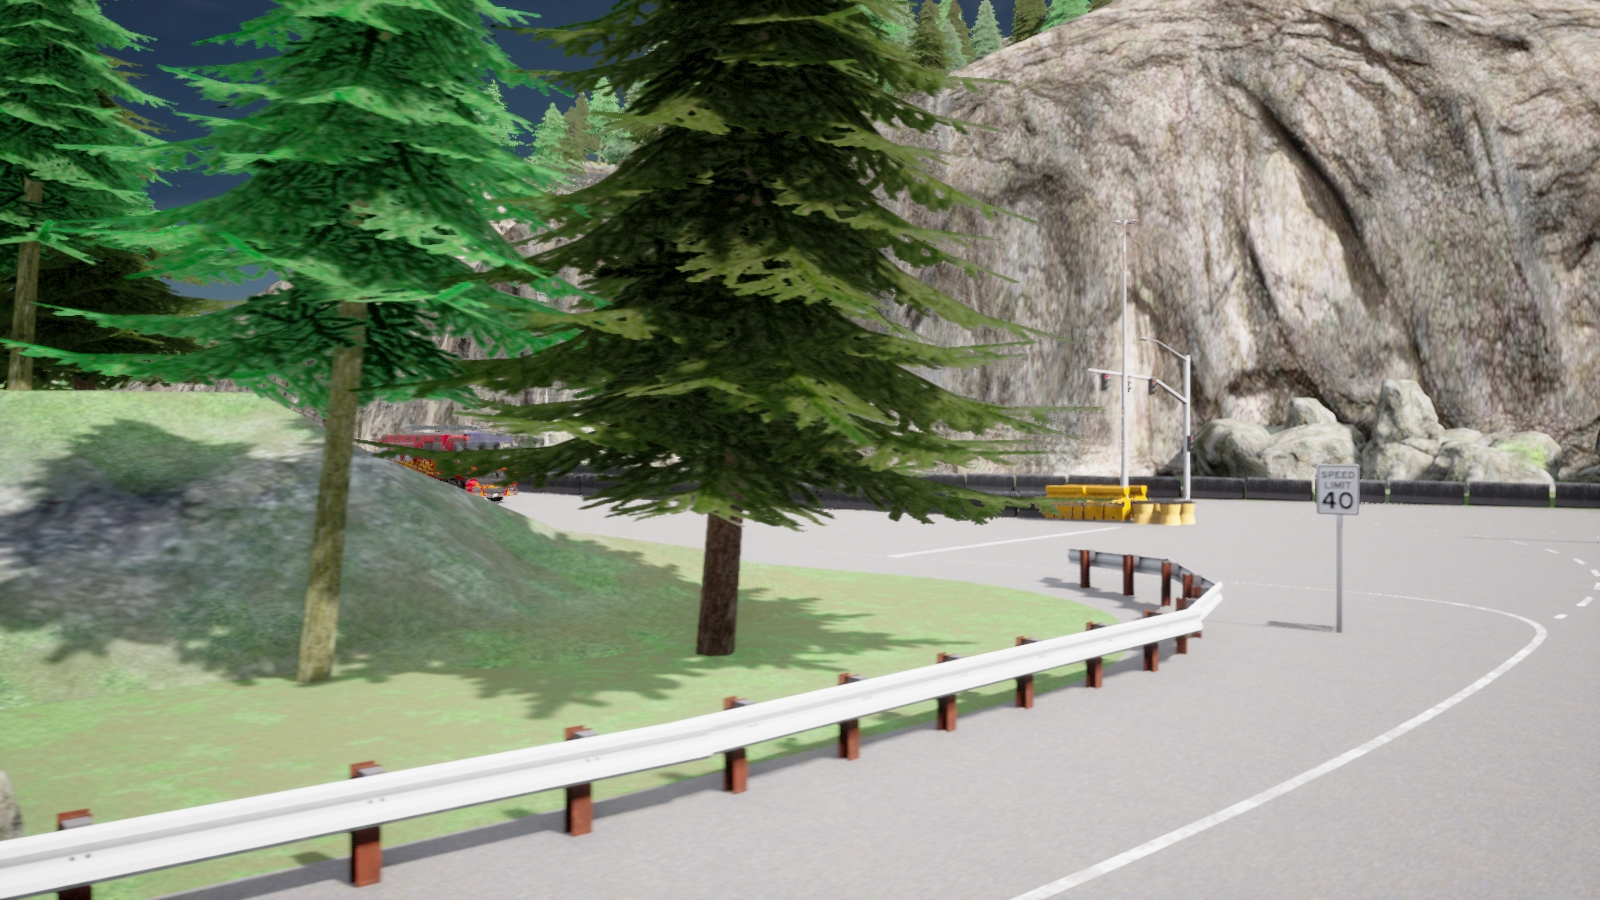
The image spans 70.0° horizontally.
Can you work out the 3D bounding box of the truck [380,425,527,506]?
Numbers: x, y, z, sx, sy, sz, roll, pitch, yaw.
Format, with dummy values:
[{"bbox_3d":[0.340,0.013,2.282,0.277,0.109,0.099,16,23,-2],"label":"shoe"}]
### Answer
[{"bbox_3d":[-17.656,0.689,57.871,8.468,3.827,2.891,1,1,40],"label":"truck"}]
